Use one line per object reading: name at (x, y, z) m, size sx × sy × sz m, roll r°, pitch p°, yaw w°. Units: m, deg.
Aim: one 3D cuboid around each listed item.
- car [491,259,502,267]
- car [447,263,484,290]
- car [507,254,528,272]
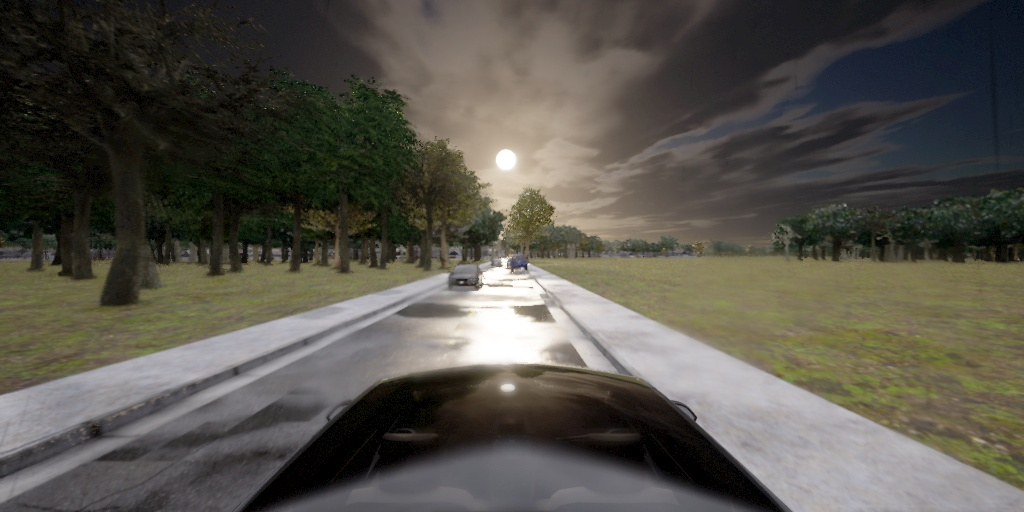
car at (-2.780, 1.218, 64.463) m, size 2.128 × 1.511 × 4.902 m, roll 0°, pitch 0°, yaw 1°
car at (-2.851, 1.245, 22.760) m, size 1.837 × 1.490 × 4.892 m, roll 0°, pitch 0°, yaw 0°
car at (0.865, 0.877, 46.483) m, size 2.150 × 2.045 × 5.566 m, roll -5°, pitch 0°, yaw 0°
